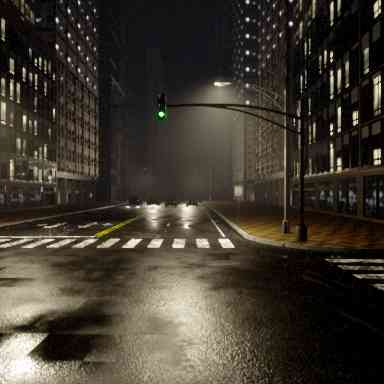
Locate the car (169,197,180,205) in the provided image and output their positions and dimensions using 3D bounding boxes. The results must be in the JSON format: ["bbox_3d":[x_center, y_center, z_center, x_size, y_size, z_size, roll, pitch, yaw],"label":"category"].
[{"bbox_3d":[-3.238,1.671,62.676,1.994,1.385,4.181,0,0,0],"label":"car"}]

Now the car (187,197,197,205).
[{"bbox_3d":[0.012,1.710,63.122,1.895,1.301,4.718,0,0,0],"label":"car"}]

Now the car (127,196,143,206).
[{"bbox_3d":[-9.739,1.439,56.874,2.097,1.767,4.553,0,0,0],"label":"car"}]

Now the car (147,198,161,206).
[{"bbox_3d":[-6.489,1.651,56.843,1.994,1.385,4.181,0,0,0],"label":"car"}]

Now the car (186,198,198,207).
[{"bbox_3d":[0.010,1.621,52.674,2.033,1.411,5.357,0,0,0],"label":"car"}]

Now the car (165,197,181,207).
[{"bbox_3d":[-3.240,1.620,52.258,2.033,1.411,5.357,0,0,0],"label":"car"}]
